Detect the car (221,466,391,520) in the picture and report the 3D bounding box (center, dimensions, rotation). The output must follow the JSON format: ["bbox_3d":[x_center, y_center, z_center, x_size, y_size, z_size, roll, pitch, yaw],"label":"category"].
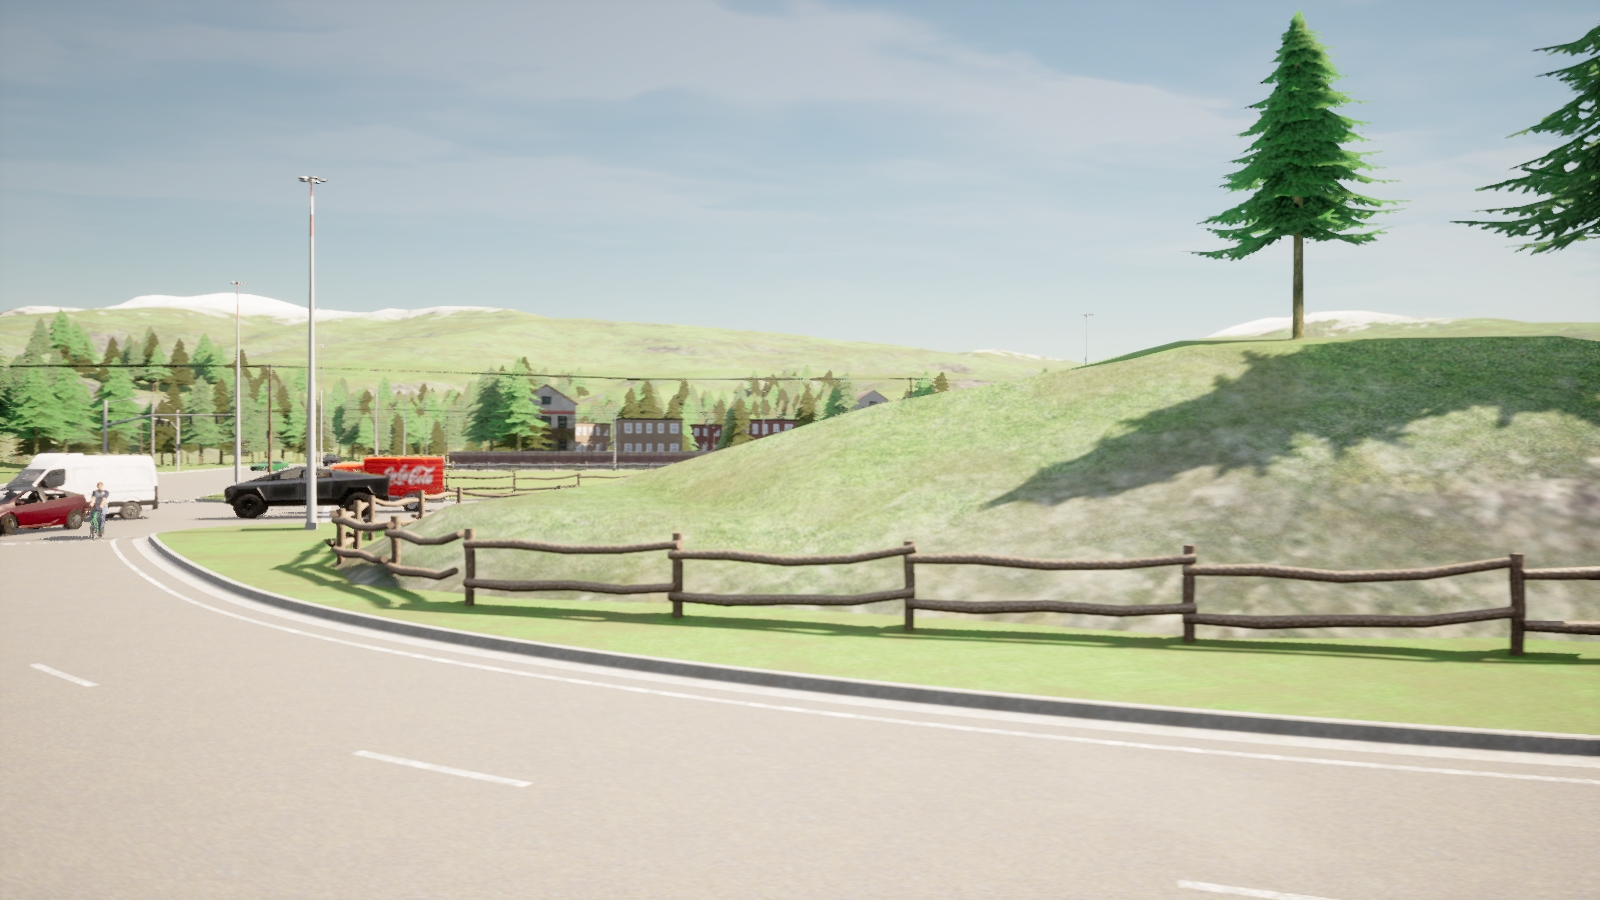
[{"bbox_3d":[-20.306,1.737,47.322,6.274,2.098,2.390,0,0,-19],"label":"car"}]

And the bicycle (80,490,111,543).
[{"bbox_3d":[-21.725,2.039,35.258,0.373,1.496,1.643,3,0,-18],"label":"bicycle"}]

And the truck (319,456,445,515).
[{"bbox_3d":[-18.745,1.547,51.552,5.204,2.467,2.627,0,0,-17],"label":"truck"}]

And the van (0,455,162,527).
[{"bbox_3d":[-28.178,1.513,44.224,1.988,2.561,5.915,-2,-1,29],"label":"van"}]

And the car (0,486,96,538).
[{"bbox_3d":[-26.102,2.020,38.182,2.007,1.525,4.514,0,0,7],"label":"car"}]
